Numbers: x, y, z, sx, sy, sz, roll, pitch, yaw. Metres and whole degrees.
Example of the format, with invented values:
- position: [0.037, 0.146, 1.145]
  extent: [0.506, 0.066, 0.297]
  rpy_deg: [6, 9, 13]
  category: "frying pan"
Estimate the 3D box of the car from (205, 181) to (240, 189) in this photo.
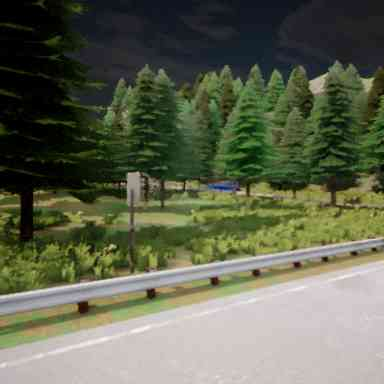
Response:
- position: [4.642, -0.705, 51.244]
  extent: [5.566, 2.045, 2.150]
  rpy_deg: [5, 1, 13]
  category: "car"
